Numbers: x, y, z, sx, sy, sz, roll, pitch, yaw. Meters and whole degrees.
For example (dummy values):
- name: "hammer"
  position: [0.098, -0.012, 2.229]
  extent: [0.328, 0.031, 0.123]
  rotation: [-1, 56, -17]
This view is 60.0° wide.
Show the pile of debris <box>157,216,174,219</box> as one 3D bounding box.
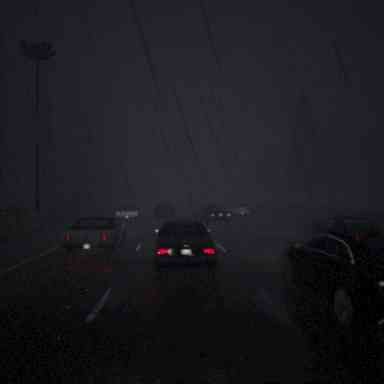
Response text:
- name: "pile of debris"
  position: [-2.625, 2.427, 32.254]
  extent: [1.500, 0.140, 1.860]
  rotation: [0, 0, -9]

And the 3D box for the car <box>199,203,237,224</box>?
- name: "car"
  position: [1.760, 1.747, 26.730]
  extent: [2.033, 1.411, 5.357]
  rotation: [0, 0, -8]

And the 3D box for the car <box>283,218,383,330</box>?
- name: "car"
  position: [3.379, 1.537, 6.986]
  extent: [2.128, 1.511, 4.902]
  rotation: [0, 0, -2]

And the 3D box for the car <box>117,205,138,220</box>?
- name: "car"
  position: [-5.868, 1.847, 30.529]
  extent: [1.895, 1.301, 4.718]
  rotation: [0, 0, -9]

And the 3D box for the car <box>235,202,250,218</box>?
- name: "car"
  position: [4.338, 1.767, 33.090]
  extent: [1.812, 1.442, 4.674]
  rotation: [0, 0, -9]

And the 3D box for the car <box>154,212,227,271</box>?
- name: "car"
  position: [-0.288, 1.634, 11.215]
  extent: [2.033, 1.411, 5.357]
  rotation: [0, 0, -3]

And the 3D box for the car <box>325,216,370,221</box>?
- name: "car"
  position: [6.501, 1.696, 14.466]
  extent: [1.895, 1.301, 4.718]
  rotation: [0, 0, -4]

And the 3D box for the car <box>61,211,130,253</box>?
- name: "car"
  position: [-4.018, 1.720, 14.395]
  extent: [1.895, 1.301, 4.718]
  rotation: [0, 0, -4]

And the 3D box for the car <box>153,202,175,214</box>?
- name: "car"
  position: [-2.843, 1.740, 33.618]
  extent: [1.882, 1.535, 5.008]
  rotation: [0, 0, -9]

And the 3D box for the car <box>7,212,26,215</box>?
- name: "car"
  position: [-16.359, 1.862, 29.160]
  extent: [1.895, 1.301, 4.718]
  rotation: [0, 0, -8]
